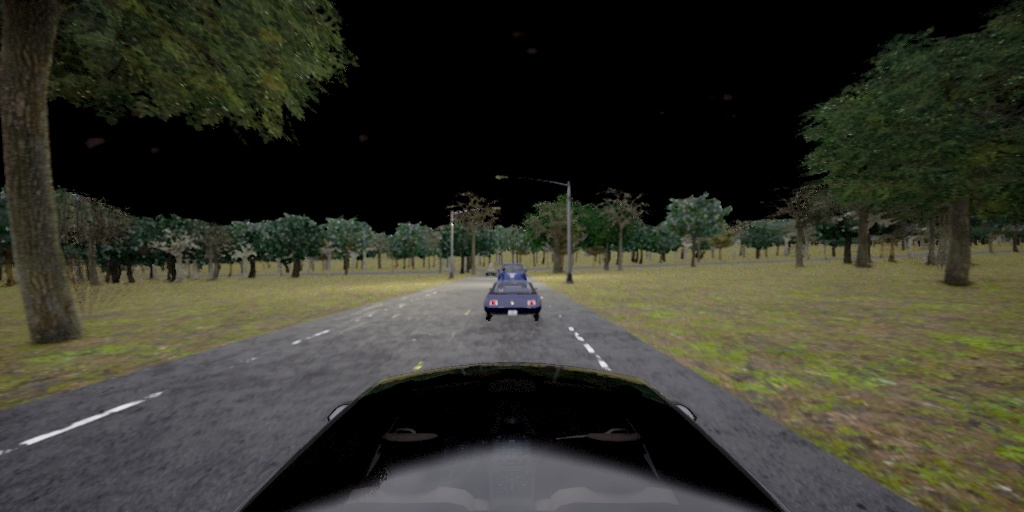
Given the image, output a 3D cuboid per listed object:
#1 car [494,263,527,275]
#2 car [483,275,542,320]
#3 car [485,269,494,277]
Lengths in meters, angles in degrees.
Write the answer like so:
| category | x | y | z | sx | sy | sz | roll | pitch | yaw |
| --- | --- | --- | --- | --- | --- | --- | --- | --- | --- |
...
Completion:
| category | x | y | z | sx | sy | sz | roll | pitch | yaw |
| --- | --- | --- | --- | --- | --- | --- | --- | --- | --- |
| car | 0.032 | 1.594 | 28.184 | 2.150 | 2.045 | 5.566 | 0 | -1 | 0 |
| car | 0.039 | 1.569 | 13.590 | 1.895 | 1.301 | 4.718 | 0 | -1 | 0 |
| car | -3.551 | 2.899 | 60.405 | 1.895 | 1.301 | 4.718 | 0 | -2 | 1 |
